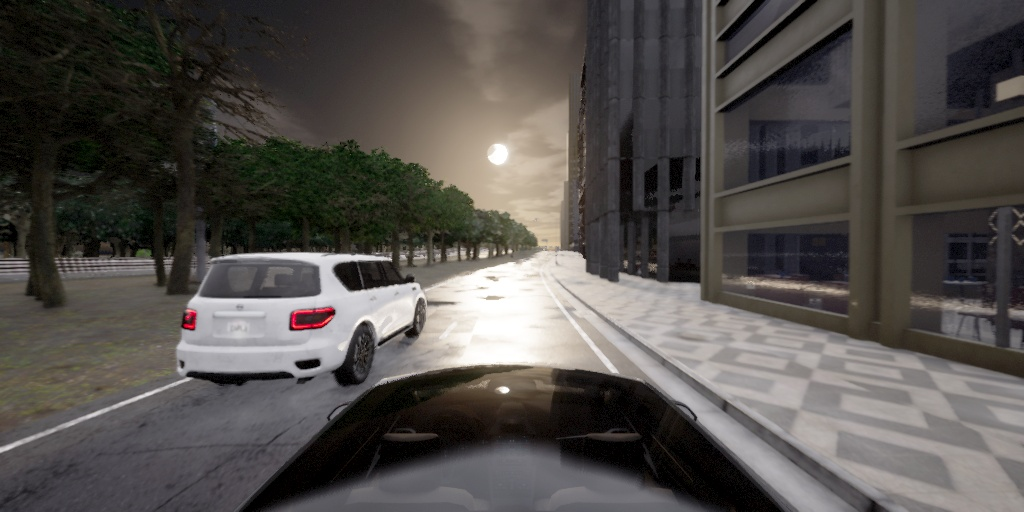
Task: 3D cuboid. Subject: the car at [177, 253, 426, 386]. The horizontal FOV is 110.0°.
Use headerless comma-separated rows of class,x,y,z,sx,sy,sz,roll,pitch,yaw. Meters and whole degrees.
car,-3.349,0.963,7.115,2.150,2.045,5.566,0,0,1
